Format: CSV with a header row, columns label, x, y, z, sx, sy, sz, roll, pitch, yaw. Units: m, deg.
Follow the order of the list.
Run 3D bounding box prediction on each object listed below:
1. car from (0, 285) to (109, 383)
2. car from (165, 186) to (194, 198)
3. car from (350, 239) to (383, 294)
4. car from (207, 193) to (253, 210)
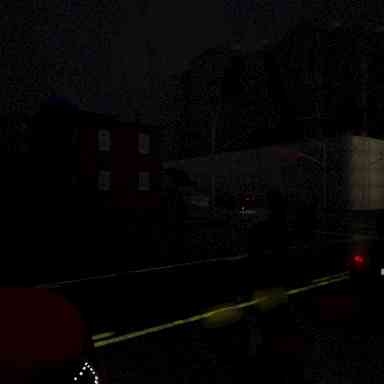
label,x,y,z,sx,sy,sz,roll,pitch,yaw
car,-3.185,1.220,1.495,5.566,2.045,2.150,0,0,-35
car,-1.796,-0.060,45.619,1.895,1.301,4.718,0,9,-36
car,5.545,1.570,7.712,4.181,1.385,1.994,0,0,-35
car,3.954,1.121,37.572,2.033,1.411,5.357,0,5,-36
